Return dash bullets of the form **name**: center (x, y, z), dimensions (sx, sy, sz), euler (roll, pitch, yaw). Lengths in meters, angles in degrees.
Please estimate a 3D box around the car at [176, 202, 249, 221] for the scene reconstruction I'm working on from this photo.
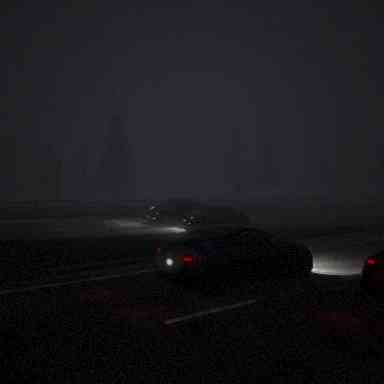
- **car**: center (1.445, 1.497, 20.492), dimensions (4.181, 1.385, 1.994), euler (0, 0, -21)

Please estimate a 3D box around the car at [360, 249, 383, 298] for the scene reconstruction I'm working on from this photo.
- **car**: center (5.585, 1.538, 7.201), dimensions (4.181, 1.385, 1.994), euler (0, 0, -32)

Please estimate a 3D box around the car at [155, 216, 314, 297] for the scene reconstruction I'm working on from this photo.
- **car**: center (1.171, 1.536, 8.532), dimensions (4.181, 1.385, 1.994), euler (0, 0, -33)

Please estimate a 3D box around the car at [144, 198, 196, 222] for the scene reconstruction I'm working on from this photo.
- **car**: center (-0.677, 1.429, 23.432), dimensions (4.892, 1.490, 1.837), euler (0, 0, -20)
